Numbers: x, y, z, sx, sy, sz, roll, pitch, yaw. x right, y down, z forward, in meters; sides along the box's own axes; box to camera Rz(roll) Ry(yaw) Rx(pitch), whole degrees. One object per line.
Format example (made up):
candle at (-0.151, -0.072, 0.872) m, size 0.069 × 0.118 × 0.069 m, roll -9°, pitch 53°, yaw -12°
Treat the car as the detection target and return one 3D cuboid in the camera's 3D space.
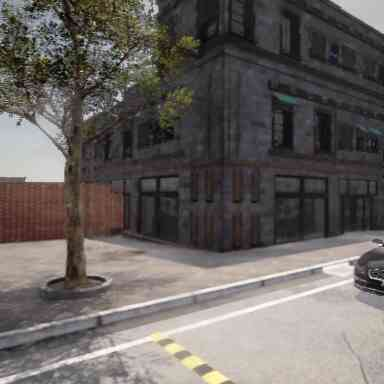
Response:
car at (5.694, 1.504, 7.758) m, size 4.892 × 1.490 × 1.837 m, roll 0°, pitch 0°, yaw -36°
